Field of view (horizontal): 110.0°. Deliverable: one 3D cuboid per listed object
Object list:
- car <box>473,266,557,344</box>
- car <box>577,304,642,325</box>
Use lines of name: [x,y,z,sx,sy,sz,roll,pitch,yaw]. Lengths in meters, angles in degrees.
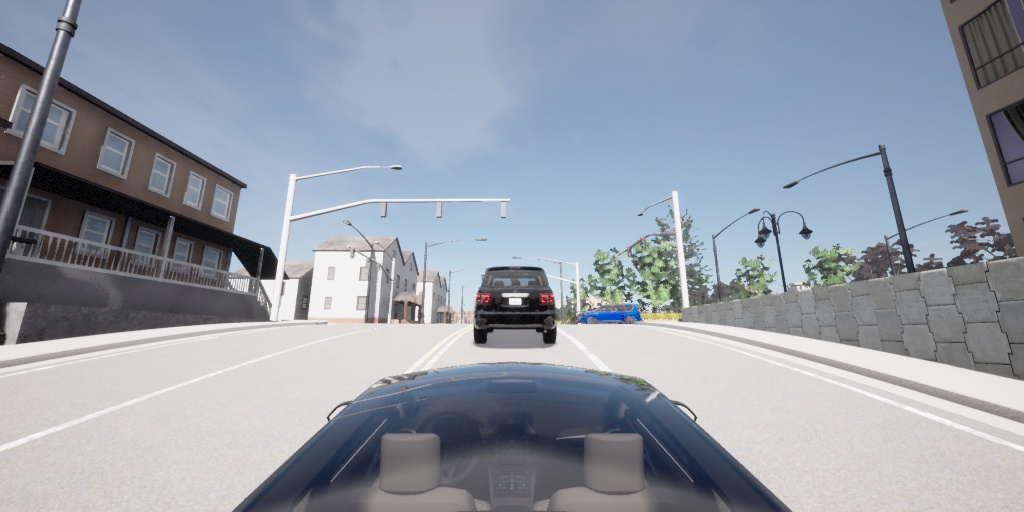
car: [0.087,1.503,11.201,2.150,2.045,5.566,0,-7,0]
car: [8.537,5.317,31.675,5.566,2.045,2.150,1,-12,-3]
